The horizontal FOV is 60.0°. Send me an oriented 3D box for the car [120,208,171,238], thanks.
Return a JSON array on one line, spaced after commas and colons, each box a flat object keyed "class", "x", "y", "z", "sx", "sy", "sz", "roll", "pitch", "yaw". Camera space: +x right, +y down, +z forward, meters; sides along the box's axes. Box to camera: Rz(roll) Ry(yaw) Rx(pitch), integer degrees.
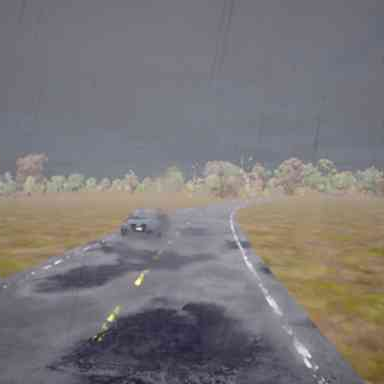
[{"class": "car", "x": -2.319, "y": 1.517, "z": 17.472, "sx": 1.994, "sy": 1.385, "sz": 4.181, "roll": 0, "pitch": 0, "yaw": 5}]
